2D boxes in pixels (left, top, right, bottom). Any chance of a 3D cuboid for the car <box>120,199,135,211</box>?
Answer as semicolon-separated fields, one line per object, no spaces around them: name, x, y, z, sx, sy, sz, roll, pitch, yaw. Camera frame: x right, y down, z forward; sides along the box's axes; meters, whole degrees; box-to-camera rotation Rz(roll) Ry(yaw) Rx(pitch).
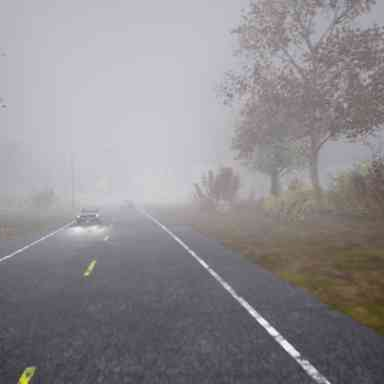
car;-9.426;1.934;49.009;2.128;1.511;4.902;-2;0;-12

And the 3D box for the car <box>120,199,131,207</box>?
car;-12.954;2.083;64.748;1.837;1.490;4.892;-2;0;-12

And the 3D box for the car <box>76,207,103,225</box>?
car;-8.656;1.984;28.350;1.895;1.301;4.718;-2;0;-12
